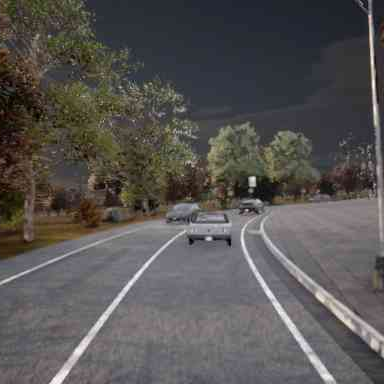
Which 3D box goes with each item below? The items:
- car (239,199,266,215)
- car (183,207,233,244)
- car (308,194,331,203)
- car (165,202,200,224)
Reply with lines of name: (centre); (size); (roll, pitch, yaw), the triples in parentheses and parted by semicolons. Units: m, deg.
car: (6.059, 1.423, 33.068); (1.837, 1.490, 4.892); (-3, -1, 24)
car: (0.964, 1.594, 15.676); (1.895, 1.301, 4.718); (-1, 0, 7)
car: (22.567, 1.150, 58.938); (4.902, 1.511, 2.128); (-2, -3, -37)
car: (-0.506, 1.561, 25.163); (1.837, 1.490, 4.892); (-2, -1, 17)
